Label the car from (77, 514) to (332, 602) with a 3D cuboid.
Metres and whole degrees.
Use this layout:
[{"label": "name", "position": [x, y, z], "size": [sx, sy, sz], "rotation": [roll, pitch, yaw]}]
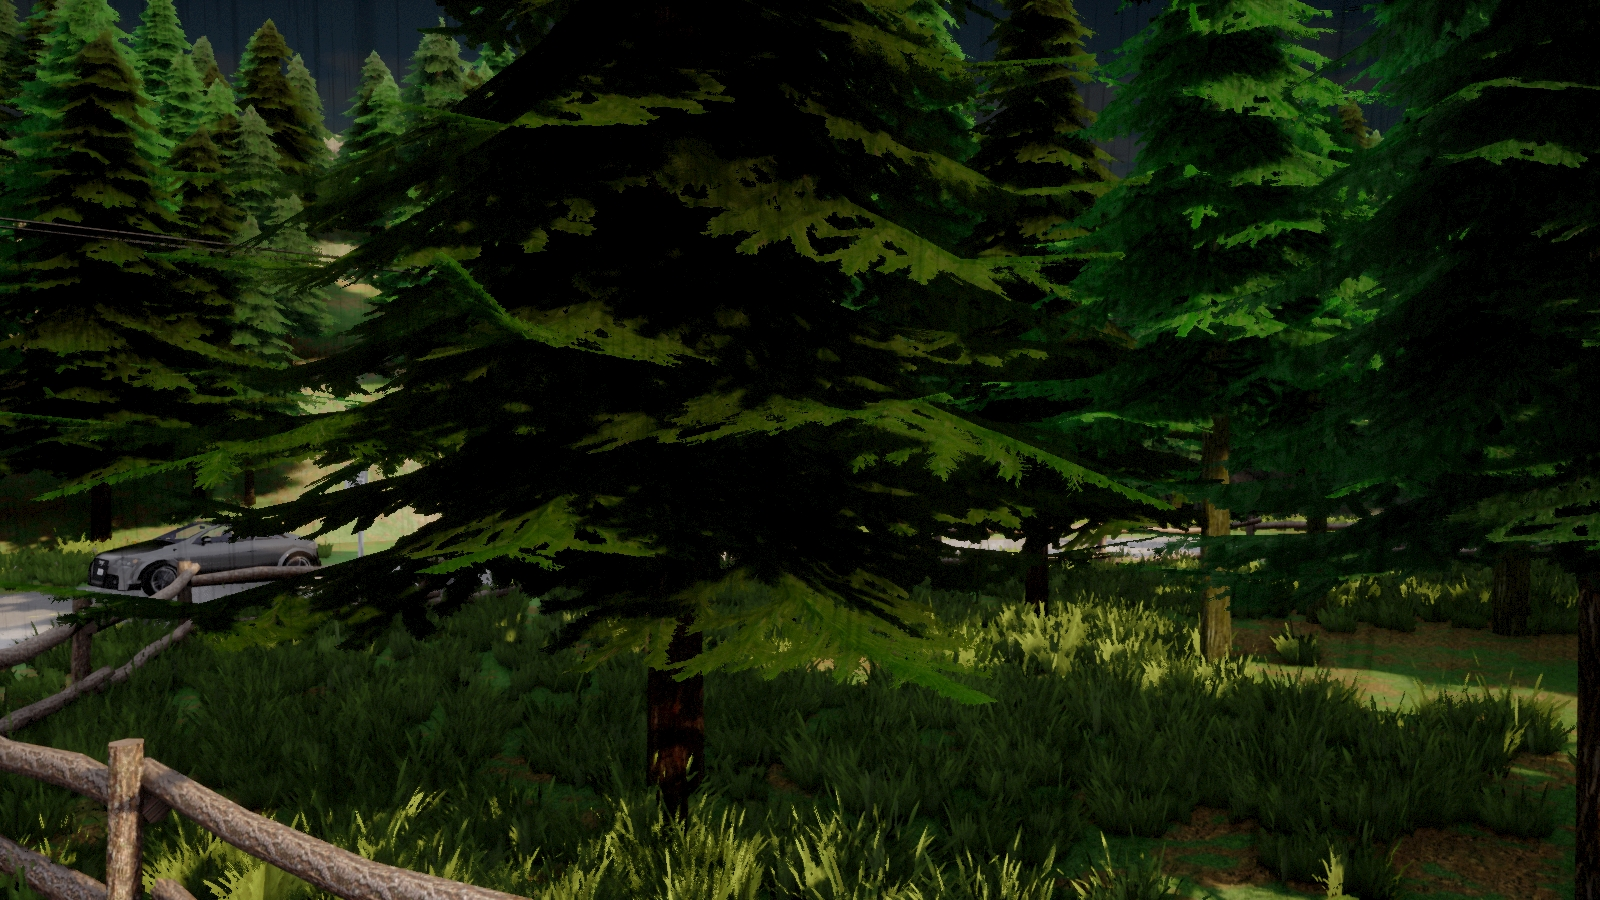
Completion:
[{"label": "car", "position": [-12.055, 2.119, 23.321], "size": [1.994, 1.385, 4.181], "rotation": [0, 0, 41]}]
